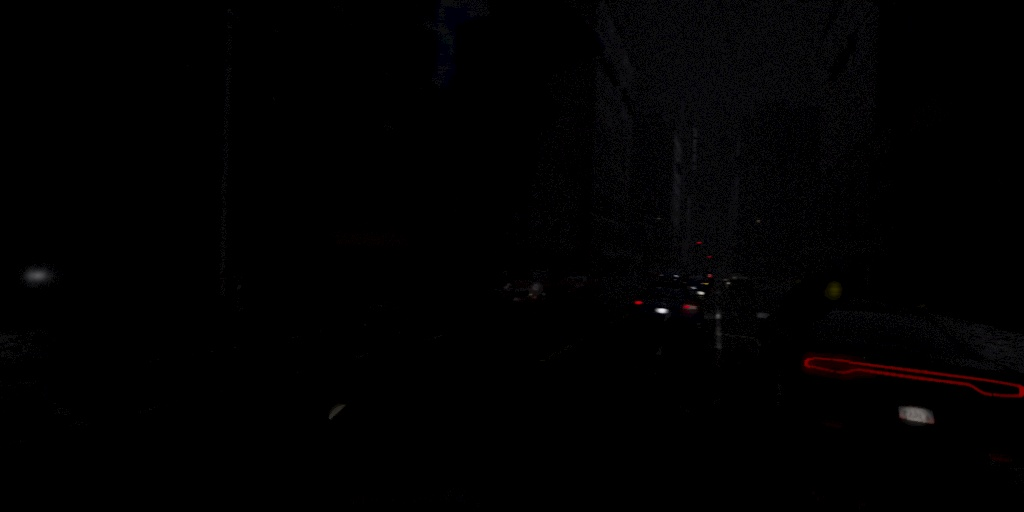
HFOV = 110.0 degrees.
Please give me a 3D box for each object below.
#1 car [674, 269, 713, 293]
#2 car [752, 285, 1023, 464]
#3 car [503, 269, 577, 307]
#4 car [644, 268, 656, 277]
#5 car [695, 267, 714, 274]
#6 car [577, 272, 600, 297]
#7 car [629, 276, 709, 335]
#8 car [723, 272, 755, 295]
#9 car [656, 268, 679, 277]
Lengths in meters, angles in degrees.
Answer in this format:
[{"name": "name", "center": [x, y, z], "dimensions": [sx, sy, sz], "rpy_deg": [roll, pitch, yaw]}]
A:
[{"name": "car", "center": [12.481, 1.884, 24.484], "dimensions": [1.812, 1.442, 4.674], "rpy_deg": [2, -1, 30]}, {"name": "car", "center": [5.130, 1.434, 5.602], "dimensions": [1.882, 1.535, 5.008], "rpy_deg": [2, -1, 30]}, {"name": "car", "center": [1.225, 1.353, 16.514], "dimensions": [1.967, 1.591, 4.097], "rpy_deg": [0, 0, 30]}, {"name": "car", "center": [17.928, 2.249, 45.560], "dimensions": [1.888, 1.381, 4.507], "rpy_deg": [0, 0, 30]}, {"name": "car", "center": [19.775, 2.056, 37.357], "dimensions": [2.097, 1.767, 4.553], "rpy_deg": [2, 0, 30]}, {"name": "car", "center": [4.009, 1.628, 21.356], "dimensions": [1.802, 1.307, 4.207], "rpy_deg": [0, 0, 30]}, {"name": "car", "center": [5.266, 1.576, 11.938], "dimensions": [1.994, 1.385, 4.181], "rpy_deg": [2, -1, 30]}, {"name": "car", "center": [16.976, 2.079, 26.777], "dimensions": [2.007, 1.370, 4.403], "rpy_deg": [0, 0, 30]}, {"name": "car", "center": [17.839, 2.137, 40.068], "dimensions": [1.882, 1.535, 5.008], "rpy_deg": [2, -1, 30]}]
